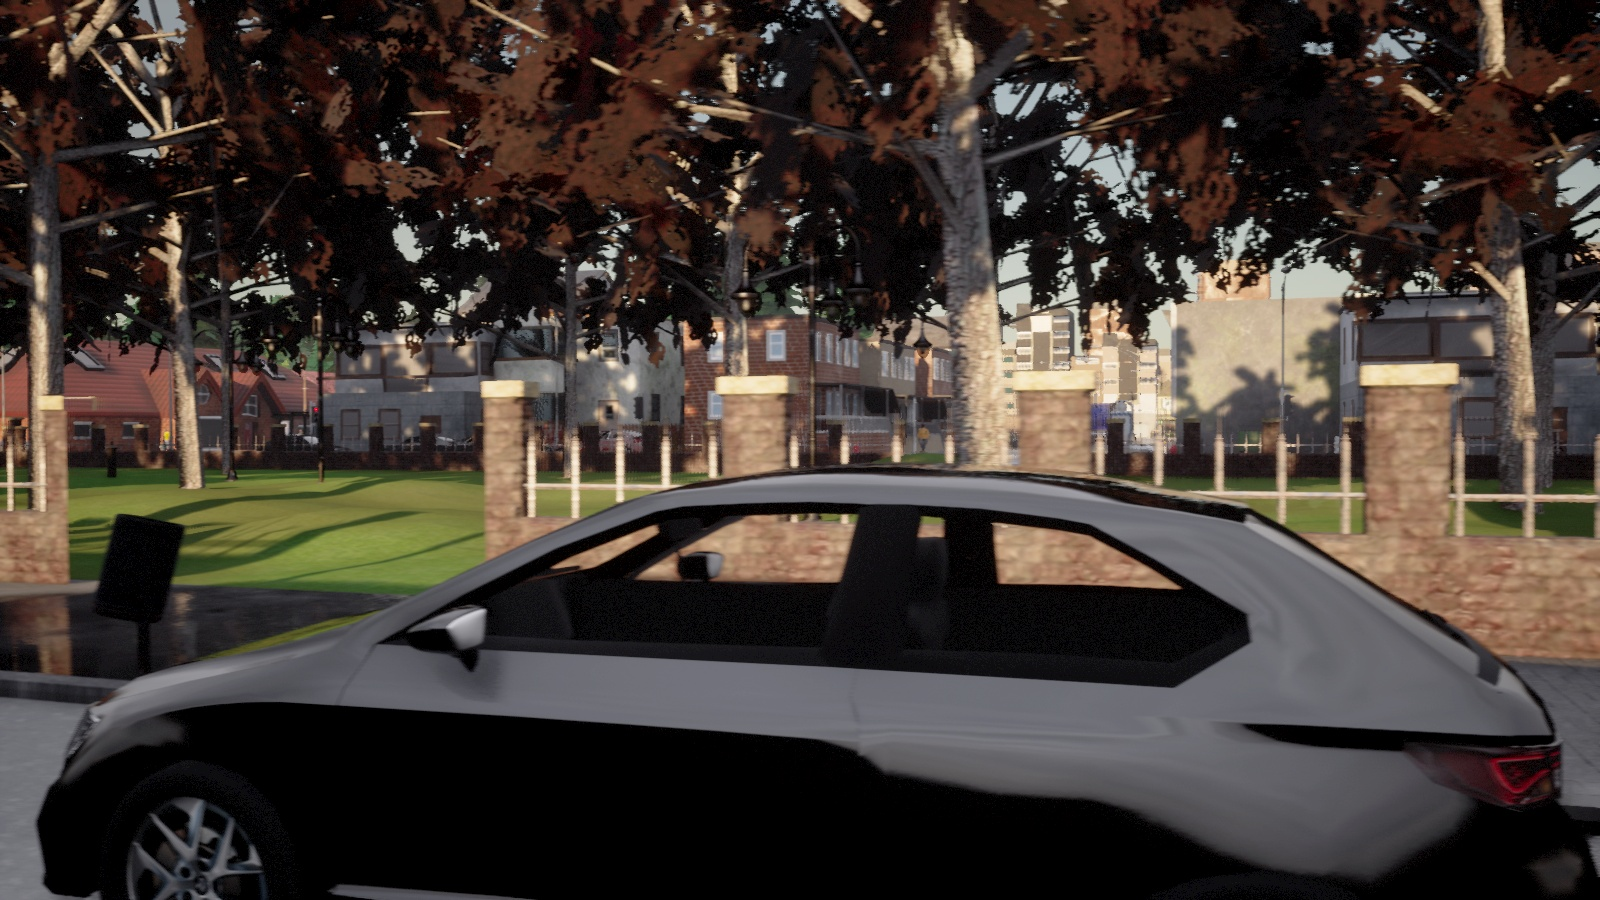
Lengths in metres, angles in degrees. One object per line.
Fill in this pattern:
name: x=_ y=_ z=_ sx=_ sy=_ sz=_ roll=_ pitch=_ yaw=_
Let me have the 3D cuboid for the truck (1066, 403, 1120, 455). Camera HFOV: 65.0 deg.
truck: x=20.678 y=-1.492 z=88.386 sx=2.891 sy=3.462 sz=7.936 roll=1 pitch=1 yaw=19

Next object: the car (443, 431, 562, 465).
car: x=-13.229 y=-0.112 z=55.908 sx=4.892 sy=1.490 sz=1.837 roll=0 pitch=1 yaw=16

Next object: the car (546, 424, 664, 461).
car: x=-9.103 y=-0.370 z=58.771 sx=5.027 sy=1.651 sz=2.152 roll=1 pitch=1 yaw=19

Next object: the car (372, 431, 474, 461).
car: x=-18.616 y=-0.210 z=62.013 sx=4.674 sy=1.442 sz=1.812 roll=1 pitch=1 yaw=19

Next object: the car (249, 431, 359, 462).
car: x=-23.427 y=-0.185 z=59.295 sx=4.674 sy=1.442 sz=1.812 roll=0 pitch=1 yaw=15

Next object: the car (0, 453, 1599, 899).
car: x=-0.217 y=0.779 z=3.794 sx=4.193 sy=1.474 sz=1.816 roll=1 pitch=1 yaw=19

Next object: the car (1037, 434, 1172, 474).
car: x=11.561 y=0.132 z=47.741 sx=4.674 sy=1.442 sz=1.812 roll=1 pitch=1 yaw=30

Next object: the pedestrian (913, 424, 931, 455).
pedestrian: x=7.404 y=-0.656 z=76.208 sx=0.874 sy=1.855 sz=0.900 roll=1 pitch=1 yaw=18
